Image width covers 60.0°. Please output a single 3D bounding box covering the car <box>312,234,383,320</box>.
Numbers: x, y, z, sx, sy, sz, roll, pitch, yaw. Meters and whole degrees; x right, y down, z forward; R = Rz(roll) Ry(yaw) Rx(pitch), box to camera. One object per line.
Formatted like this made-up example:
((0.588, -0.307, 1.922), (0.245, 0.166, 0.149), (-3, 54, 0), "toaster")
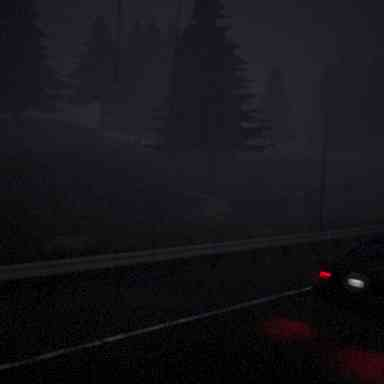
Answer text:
((4.793, 1.545, 6.851), (5.357, 1.411, 2.033), (0, 0, -33), "car")
